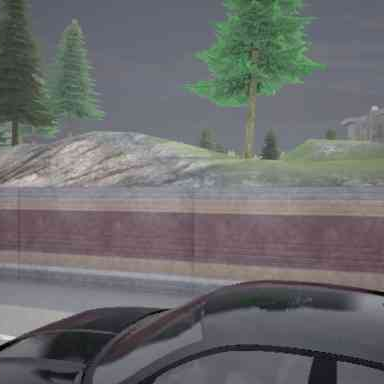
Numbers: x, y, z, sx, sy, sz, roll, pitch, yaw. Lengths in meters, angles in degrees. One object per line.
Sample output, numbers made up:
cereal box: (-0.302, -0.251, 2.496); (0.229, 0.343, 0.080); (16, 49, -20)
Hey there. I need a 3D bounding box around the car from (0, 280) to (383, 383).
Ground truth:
car: (0.564, 1.478, 2.434); (5.008, 1.535, 1.882); (0, 0, 16)
